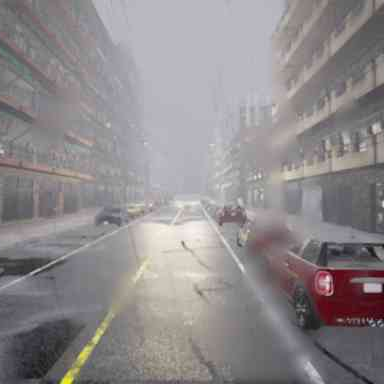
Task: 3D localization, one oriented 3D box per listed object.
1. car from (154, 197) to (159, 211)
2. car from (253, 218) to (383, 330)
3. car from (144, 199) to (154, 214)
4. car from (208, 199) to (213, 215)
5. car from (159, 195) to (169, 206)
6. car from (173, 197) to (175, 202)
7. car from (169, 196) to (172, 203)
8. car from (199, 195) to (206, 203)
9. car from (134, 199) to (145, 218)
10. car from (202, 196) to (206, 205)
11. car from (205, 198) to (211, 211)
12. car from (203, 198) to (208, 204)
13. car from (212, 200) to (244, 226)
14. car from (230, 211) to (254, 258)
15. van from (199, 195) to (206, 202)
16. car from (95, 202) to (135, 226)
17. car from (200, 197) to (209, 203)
[{"bbox_3d":[-5.623,1.581,41.026,1.967,1.590,4.097,1,0,0],"label":"car"},{"bbox_3d":[2.712,1.466,6.925,1.967,1.590,4.097,1,0,0],"label":"car"},{"bbox_3d":[-5.632,1.674,35.354,2.008,1.369,4.403,1,0,0],"label":"car"},{"bbox_3d":[2.740,1.649,29.607,1.887,1.381,4.507,1,0,0],"label":"car"},{"bbox_3d":[-5.602,1.744,58.038,2.008,1.369,4.403,1,0,0],"label":"car"},{"bbox_3d":[-5.562,1.713,86.393,1.967,1.590,4.097,1,0,0],"label":"car"},{"bbox_3d":[-5.590,1.525,63.709,2.192,1.841,5.009,1,0,0],"label":"car"},{"bbox_3d":[2.786,1.754,63.630,1.887,1.381,4.507,1,0,0],"label":"car"},{"bbox_3d":[-5.639,1.629,29.513,1.752,1.417,4.829,1,0,0],"label":"car"},{"bbox_3d":[2.763,1.704,46.619,1.887,1.381,4.507,1,0,0],"label":"car"},{"bbox_3d":[2.748,1.674,35.278,2.008,1.369,4.403,1,0,0],"label":"car"},{"bbox_3d":[2.756,1.692,40.948,2.008,1.369,4.403,1,0,0],"label":"car"},{"bbox_3d":[2.734,1.525,23.936,1.967,1.590,4.097,1,0,0],"label":"car"},{"bbox_3d":[2.719,1.628,12.596,1.802,1.307,4.206,1,0,0],"label":"car"},{"bbox_3d":[2.786,1.614,86.313,1.690,1.788,3.998,1,0,0],"label":"van"},{"bbox_3d":[-5.647,1.651,24.012,1.947,1.339,4.313,1,0,0],"label":"car"},{"bbox_3d":[2.790,1.767,75.141,1.752,1.417,4.829,1,0,0],"label":"car"}]
